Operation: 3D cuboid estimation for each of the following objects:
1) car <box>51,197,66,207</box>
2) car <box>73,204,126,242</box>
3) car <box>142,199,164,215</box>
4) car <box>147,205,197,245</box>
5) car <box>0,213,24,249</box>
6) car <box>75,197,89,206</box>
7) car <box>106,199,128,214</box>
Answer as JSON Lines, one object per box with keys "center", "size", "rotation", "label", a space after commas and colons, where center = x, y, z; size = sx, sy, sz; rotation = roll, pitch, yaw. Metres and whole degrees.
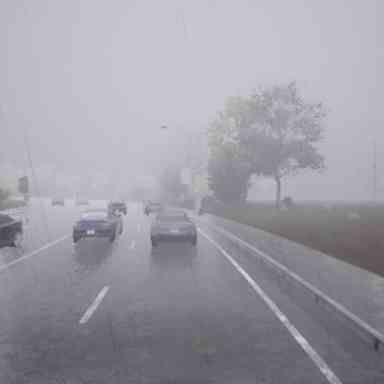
{"center": [-20.477, 1.496, 51.104], "size": [2.033, 1.411, 5.357], "rotation": [0, 0, -21], "label": "car"}
{"center": [-4.480, 1.512, 16.196], "size": [1.812, 1.442, 4.674], "rotation": [0, 0, -6], "label": "car"}
{"center": [-3.822, 1.454, 32.877], "size": [2.128, 1.511, 4.902], "rotation": [0, 0, -13], "label": "car"}
{"center": [-0.901, 1.545, 15.428], "size": [1.994, 1.385, 4.181], "rotation": [0, 0, -6], "label": "car"}
{"center": [-7.760, 1.477, 11.791], "size": [1.882, 1.535, 5.008], "rotation": [0, 0, -5], "label": "car"}
{"center": [-17.072, 1.473, 51.878], "size": [1.812, 1.442, 4.674], "rotation": [0, 0, -21], "label": "car"}
{"center": [-7.636, 1.471, 33.836], "size": [1.837, 1.490, 4.892], "rotation": [0, 0, -13], "label": "car"}
